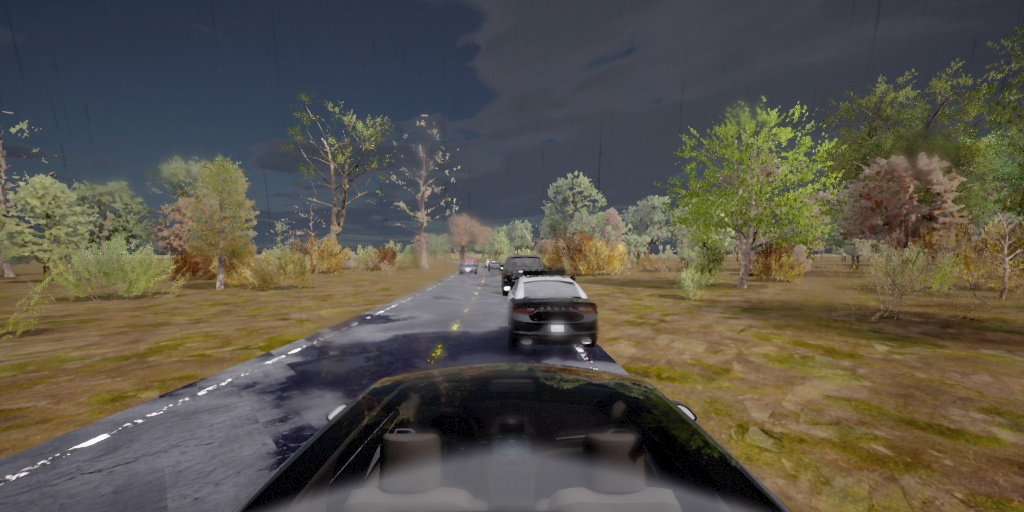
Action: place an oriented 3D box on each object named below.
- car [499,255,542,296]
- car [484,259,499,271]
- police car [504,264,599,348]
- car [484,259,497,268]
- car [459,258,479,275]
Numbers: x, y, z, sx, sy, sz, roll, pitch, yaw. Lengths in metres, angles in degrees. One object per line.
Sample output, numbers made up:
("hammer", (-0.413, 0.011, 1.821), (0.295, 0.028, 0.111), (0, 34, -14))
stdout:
("car", (0.531, 0.972, 19.380), (2.150, 2.045, 5.566), (0, 0, -2))
("car", (-2.313, 1.240, 48.066), (2.128, 1.511, 4.902), (0, 0, -5))
("police car", (0.820, 1.174, 9.415), (1.930, 1.638, 5.238), (0, 0, -1))
("car", (-3.593, 1.278, 59.865), (1.812, 1.442, 4.674), (0, 0, -8))
("car", (-4.622, 1.240, 38.385), (2.128, 1.511, 4.902), (0, 0, -5))
